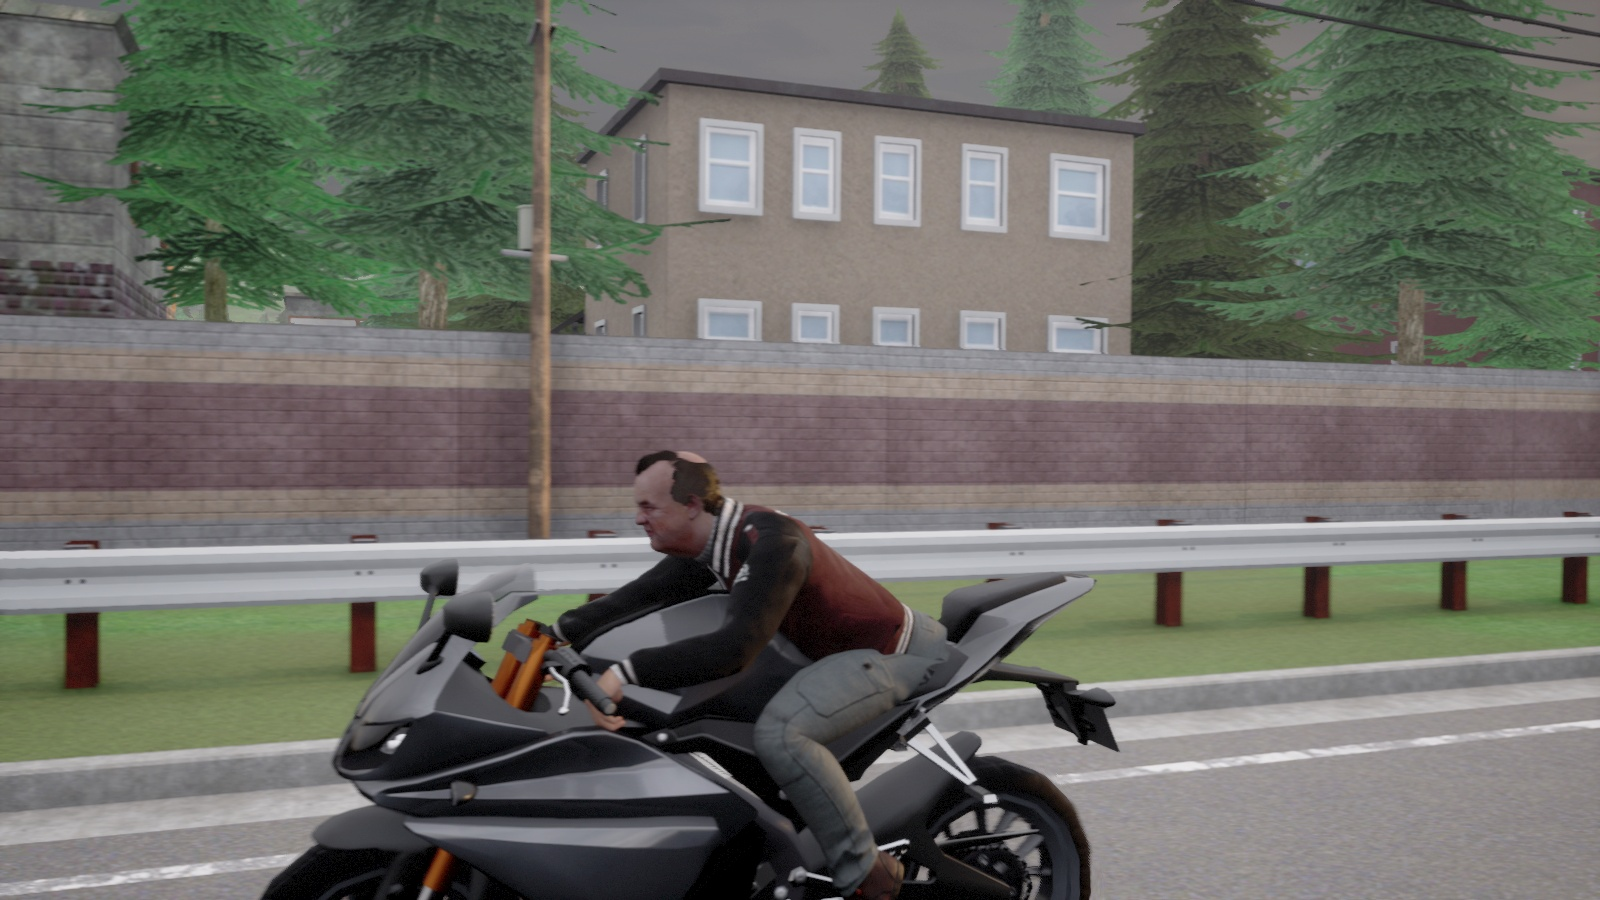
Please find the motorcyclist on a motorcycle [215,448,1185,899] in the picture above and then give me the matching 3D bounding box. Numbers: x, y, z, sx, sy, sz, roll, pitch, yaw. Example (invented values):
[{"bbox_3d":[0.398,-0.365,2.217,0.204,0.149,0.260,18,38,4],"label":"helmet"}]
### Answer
[{"bbox_3d":[-0.216,0.783,3.158,2.191,1.530,0.866,-1,1,-21],"label":"motorcyclist on a motorcycle"}]
